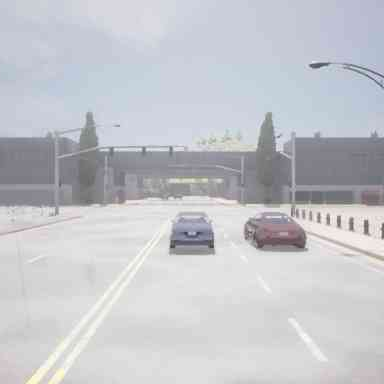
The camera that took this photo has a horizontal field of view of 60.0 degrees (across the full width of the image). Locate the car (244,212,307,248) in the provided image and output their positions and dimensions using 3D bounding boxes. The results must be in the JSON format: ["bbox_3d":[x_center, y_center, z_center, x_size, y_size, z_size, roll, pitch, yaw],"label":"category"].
[{"bbox_3d":[3.500,1.571,14.650,1.994,1.385,4.181,0,0,0],"label":"car"}]

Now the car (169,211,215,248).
[{"bbox_3d":[0.000,1.562,14.650,2.033,1.411,5.357,0,0,0],"label":"car"}]

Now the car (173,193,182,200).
[{"bbox_3d":[-3.944,1.180,91.681,2.150,2.045,5.566,0,0,0],"label":"car"}]

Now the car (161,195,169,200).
[{"bbox_3d":[-7.444,1.480,91.735,2.128,1.511,4.902,0,0,0],"label":"car"}]
